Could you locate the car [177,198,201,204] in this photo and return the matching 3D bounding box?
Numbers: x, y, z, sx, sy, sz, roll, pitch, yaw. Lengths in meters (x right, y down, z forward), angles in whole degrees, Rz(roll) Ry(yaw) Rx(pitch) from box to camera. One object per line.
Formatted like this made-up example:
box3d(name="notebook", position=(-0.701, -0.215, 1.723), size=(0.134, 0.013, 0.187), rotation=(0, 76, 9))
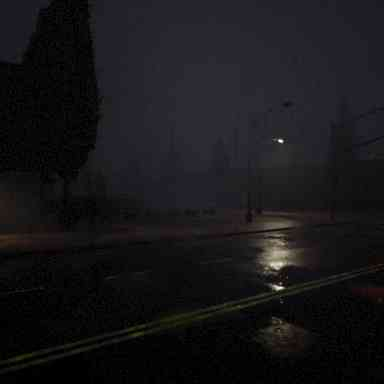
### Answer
box3d(name="car", position=(-0.559, 1.722, 64.884), size=(4.718, 1.301, 1.895), rotation=(0, 0, -7))
